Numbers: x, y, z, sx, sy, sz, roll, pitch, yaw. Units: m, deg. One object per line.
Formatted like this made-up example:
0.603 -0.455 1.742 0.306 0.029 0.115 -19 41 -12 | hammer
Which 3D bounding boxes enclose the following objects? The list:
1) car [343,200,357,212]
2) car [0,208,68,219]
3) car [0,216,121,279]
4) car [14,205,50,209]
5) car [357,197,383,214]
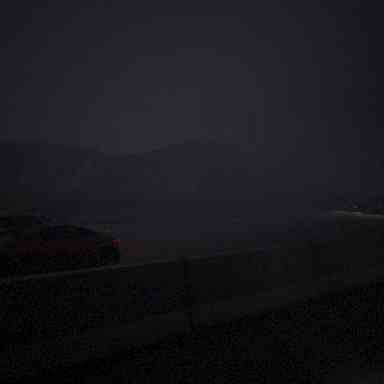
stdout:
22.560 1.945 46.106 1.837 1.490 4.892 0 0 41 | car
-6.873 1.518 11.993 4.892 1.490 1.837 1 0 -36 | car
-4.197 1.585 9.606 4.181 1.385 1.994 1 0 -36 | car
-9.485 1.537 18.731 4.892 1.490 1.837 1 0 -36 | car
22.783 1.636 41.106 2.150 2.045 5.566 0 0 43 | car
